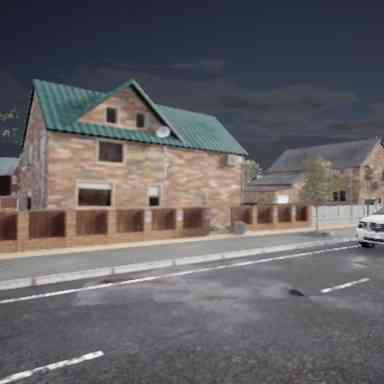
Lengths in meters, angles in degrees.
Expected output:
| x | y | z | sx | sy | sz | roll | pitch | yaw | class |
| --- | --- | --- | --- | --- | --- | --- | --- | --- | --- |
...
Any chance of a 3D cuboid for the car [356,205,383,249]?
| x | y | z | sx | sy | sz | roll | pitch | yaw | class |
| --- | --- | --- | --- | --- | --- | --- | --- | --- | --- |
| 9.292 | 1.350 | 14.120 | 5.566 | 2.045 | 2.150 | 1 | 0 | -34 | car |
